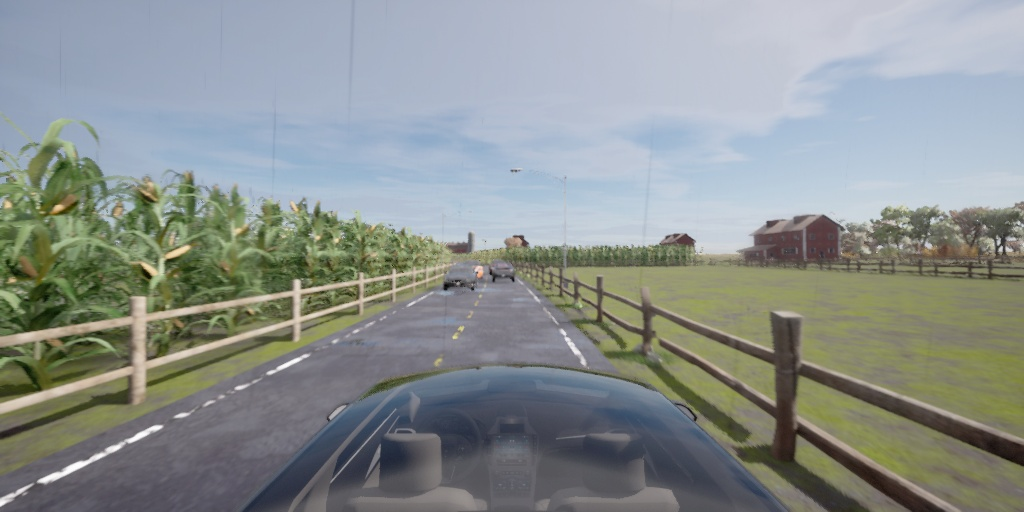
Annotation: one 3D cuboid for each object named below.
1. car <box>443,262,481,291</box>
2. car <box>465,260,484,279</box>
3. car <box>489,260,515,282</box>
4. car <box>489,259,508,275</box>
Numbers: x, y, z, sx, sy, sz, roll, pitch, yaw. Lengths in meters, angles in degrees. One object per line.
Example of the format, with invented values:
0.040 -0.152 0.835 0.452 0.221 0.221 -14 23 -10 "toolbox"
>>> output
-3.135 1.323 22.482 1.837 1.490 4.892 0 0 -2 "car"
-3.755 1.181 33.716 2.097 1.767 4.553 0 0 -4 "car"
-0.744 1.321 30.063 2.128 1.511 4.902 0 0 -3 "car"
-1.638 1.208 42.051 2.097 1.767 4.553 0 0 -5 "car"
